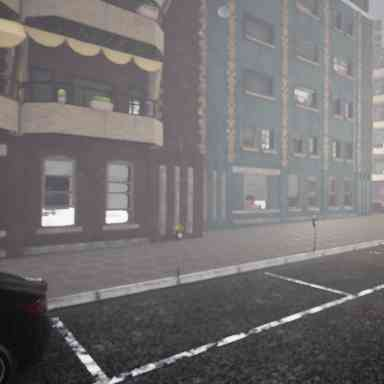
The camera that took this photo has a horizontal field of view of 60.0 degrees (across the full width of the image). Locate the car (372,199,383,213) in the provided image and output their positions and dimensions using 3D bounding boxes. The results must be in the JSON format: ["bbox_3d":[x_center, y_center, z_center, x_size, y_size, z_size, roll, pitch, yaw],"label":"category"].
[{"bbox_3d":[16.589,1.143,32.969,2.192,1.841,5.009,1,0,-36],"label":"car"}]

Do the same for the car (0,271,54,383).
[{"bbox_3d":[-3.739,1.569,3.421,4.313,1.339,1.947,0,1,-35],"label":"car"}]
